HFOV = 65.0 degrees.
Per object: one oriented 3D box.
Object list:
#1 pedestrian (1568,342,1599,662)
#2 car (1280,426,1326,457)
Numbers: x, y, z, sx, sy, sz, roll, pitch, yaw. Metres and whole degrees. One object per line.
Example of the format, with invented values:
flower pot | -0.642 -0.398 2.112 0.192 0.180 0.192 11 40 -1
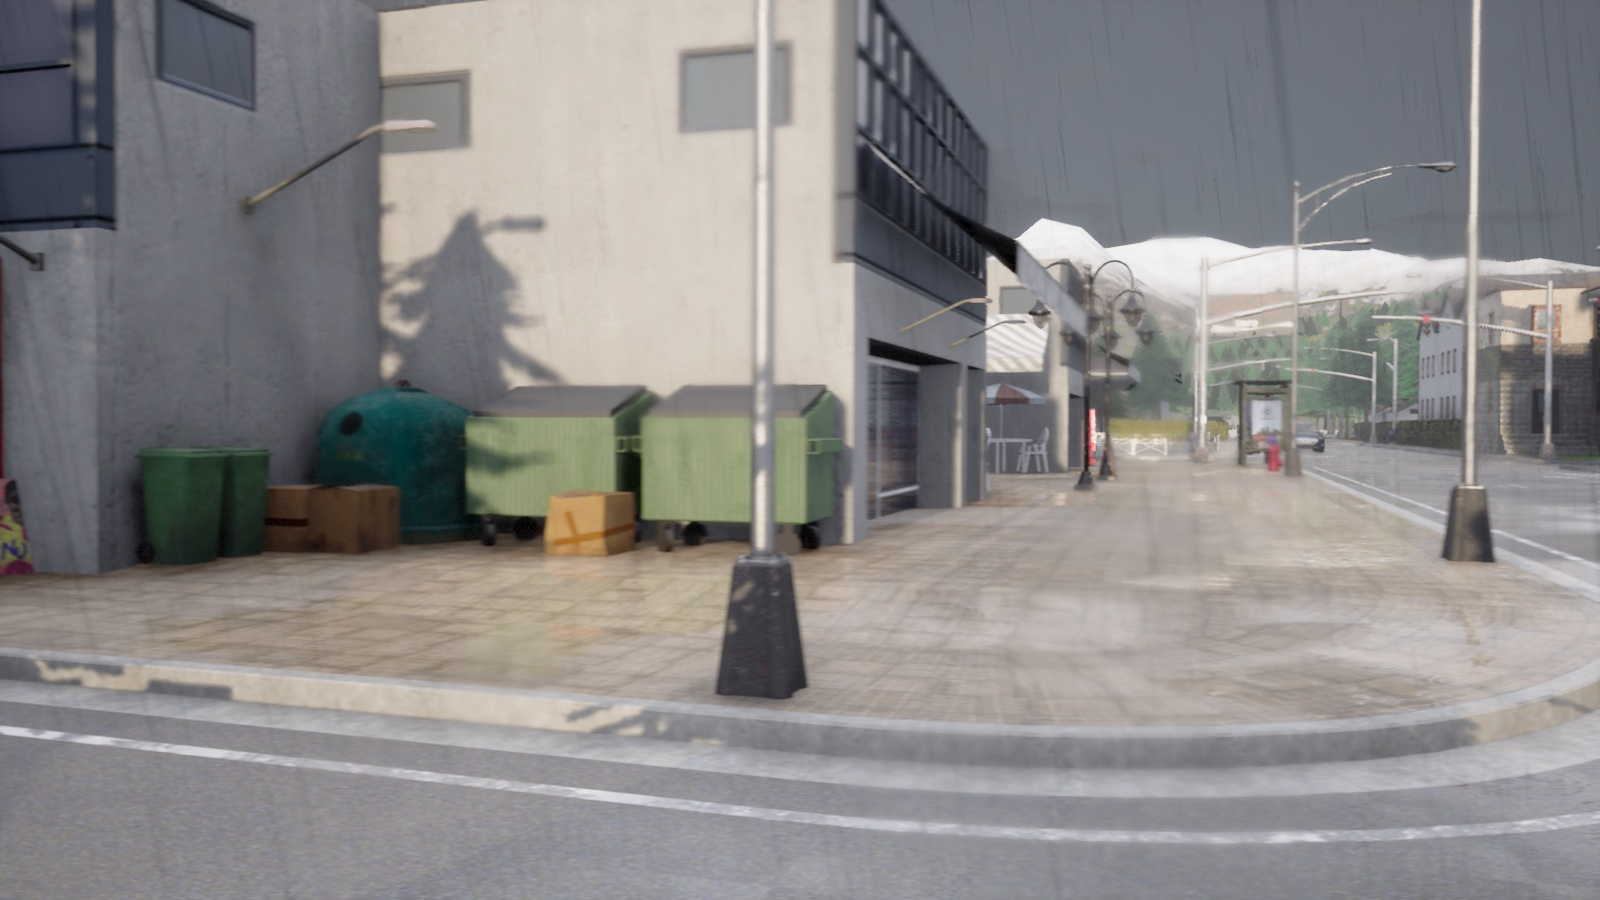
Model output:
pedestrian | 5.094 0.299 7.288 0.899 1.844 0.634 1 1 15
car | 28.201 -0.488 70.506 2.033 1.649 4.856 1 1 18
